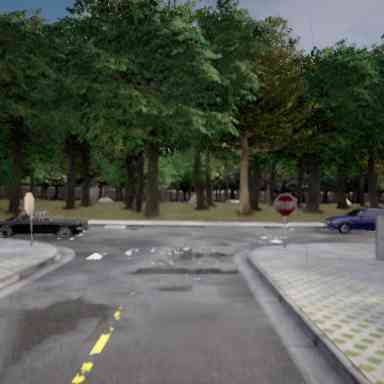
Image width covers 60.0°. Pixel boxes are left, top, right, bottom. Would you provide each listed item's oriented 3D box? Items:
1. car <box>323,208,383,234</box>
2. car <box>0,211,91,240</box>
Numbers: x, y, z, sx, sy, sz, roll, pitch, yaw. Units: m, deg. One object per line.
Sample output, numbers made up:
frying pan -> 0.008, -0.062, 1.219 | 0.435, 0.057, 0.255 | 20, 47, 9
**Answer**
car -> 10.406, 1.723, 20.117 | 4.674, 1.442, 1.812 | 0, 1, 0
car -> -7.786, 1.665, 17.223 | 4.718, 1.301, 1.895 | 1, 1, 0
